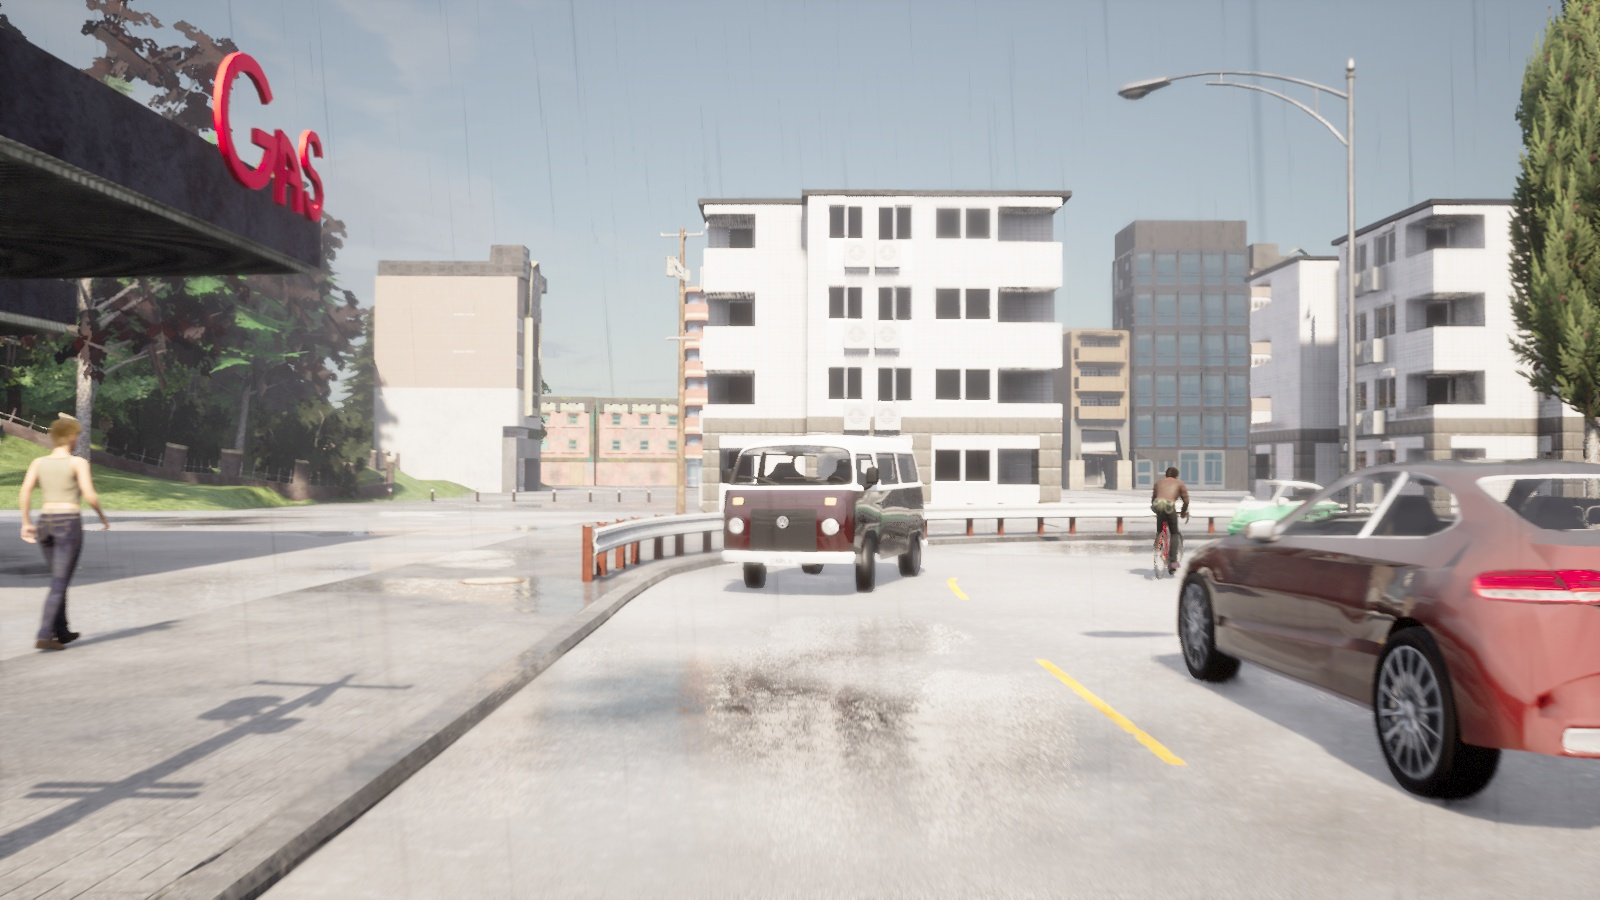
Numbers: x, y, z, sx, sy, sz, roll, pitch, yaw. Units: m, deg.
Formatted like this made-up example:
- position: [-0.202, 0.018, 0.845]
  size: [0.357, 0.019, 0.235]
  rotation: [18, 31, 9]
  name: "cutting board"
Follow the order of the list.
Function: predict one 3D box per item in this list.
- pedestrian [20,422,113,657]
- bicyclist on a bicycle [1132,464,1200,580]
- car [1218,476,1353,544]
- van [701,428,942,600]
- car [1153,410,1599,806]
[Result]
- position: [-5.916, 0.705, 10.146]
  size: [0.345, 1.836, 0.594]
  rotation: [0, -1, 8]
  name: "pedestrian"
- position: [5.444, 1.036, 18.605]
  size: [0.582, 1.620, 1.656]
  rotation: [1, 0, 29]
  name: "bicyclist on a bicycle"
- position: [10.186, 1.241, 26.422]
  size: [2.207, 1.376, 1.481]
  rotation: [0, -1, -9]
  name: "car"
- position: [0.466, 0.806, 17.276]
  size: [2.069, 2.038, 4.480]
  rotation: [-1, -1, 18]
  name: "van"
- position: [3.981, 0.697, 7.766]
  size: [2.152, 1.651, 5.027]
  rotation: [0, -1, 0]
  name: "car"
